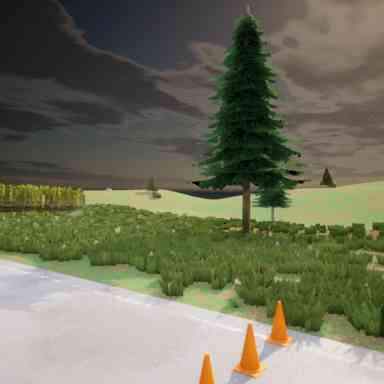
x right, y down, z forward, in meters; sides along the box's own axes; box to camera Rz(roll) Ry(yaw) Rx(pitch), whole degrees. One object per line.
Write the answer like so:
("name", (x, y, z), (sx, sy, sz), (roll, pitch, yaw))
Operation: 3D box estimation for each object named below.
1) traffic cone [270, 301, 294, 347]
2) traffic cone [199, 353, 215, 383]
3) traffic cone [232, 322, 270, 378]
("traffic cone", (1.323, 1.956, 5.047), (0.340, 0.580, 0.340), (0, 0, 36))
("traffic cone", (0.154, 1.956, 3.424), (0.340, 0.580, 0.340), (0, 0, 36))
("traffic cone", (0.739, 1.956, 4.236), (0.340, 0.580, 0.340), (0, 0, 36))
